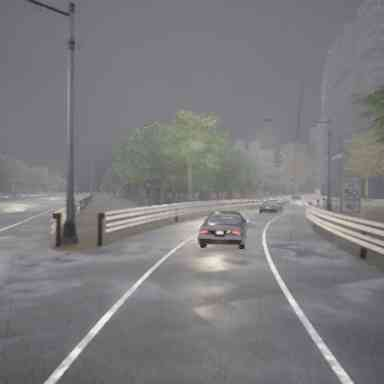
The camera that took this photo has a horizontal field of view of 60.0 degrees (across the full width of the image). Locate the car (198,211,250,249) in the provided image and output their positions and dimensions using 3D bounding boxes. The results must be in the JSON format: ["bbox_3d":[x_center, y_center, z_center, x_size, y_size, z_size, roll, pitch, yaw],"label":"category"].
[{"bbox_3d":[1.506,1.555,14.800,2.033,1.411,5.357,0,0,11],"label":"car"}]

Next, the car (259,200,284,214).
[{"bbox_3d":[8.776,1.595,36.509,1.994,1.385,4.181,0,0,26],"label":"car"}]
